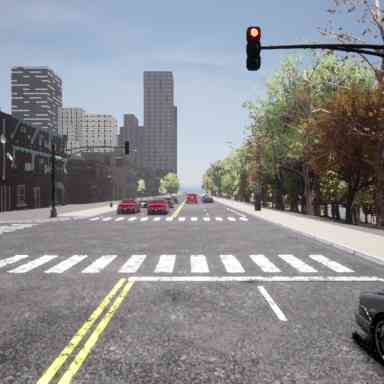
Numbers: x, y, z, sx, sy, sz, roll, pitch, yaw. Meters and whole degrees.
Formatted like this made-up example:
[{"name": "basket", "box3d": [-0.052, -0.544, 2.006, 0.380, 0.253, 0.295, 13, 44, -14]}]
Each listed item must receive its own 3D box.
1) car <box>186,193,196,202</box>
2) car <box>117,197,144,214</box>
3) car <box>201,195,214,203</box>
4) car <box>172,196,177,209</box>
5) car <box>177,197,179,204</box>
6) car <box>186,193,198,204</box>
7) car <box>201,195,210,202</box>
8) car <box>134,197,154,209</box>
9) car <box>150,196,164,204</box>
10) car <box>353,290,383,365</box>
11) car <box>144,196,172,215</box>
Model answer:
[{"name": "car", "box3d": [-0.136, 1.195, 75.692, 2.150, 2.045, 5.566, 0, 0, 0]}, {"name": "car", "box3d": [-6.666, 1.467, 35.588, 1.882, 1.535, 5.008, 0, 0, 0]}, {"name": "car", "box3d": [3.233, 1.539, 65.852, 1.994, 1.385, 4.181, 0, 0, 0]}, {"name": "car", "box3d": [-3.433, 1.487, 45.602, 1.837, 1.490, 4.892, 0, 1, 0]}, {"name": "car", "box3d": [-3.427, 1.484, 61.554, 1.837, 1.490, 4.892, 0, -1, 0]}, {"name": "car", "box3d": [-0.020, 1.197, 65.156, 2.150, 2.045, 5.566, 0, 0, 0]}, {"name": "car", "box3d": [3.114, 1.447, 75.880, 1.882, 1.535, 5.008, 0, 0, 0]}, {"name": "car", "box3d": [-6.685, 1.475, 47.152, 2.128, 1.511, 4.902, 0, 0, 0]}, {"name": "car", "box3d": [-6.665, 1.524, 63.821, 2.033, 1.411, 5.357, 0, 0, 0]}, {"name": "car", "box3d": [3.345, 1.547, 2.535, 2.033, 1.411, 5.357, 0, 0, 0]}, {"name": "car", "box3d": [-3.411, 1.467, 34.215, 1.882, 1.535, 5.008, 0, 0, 0]}]
